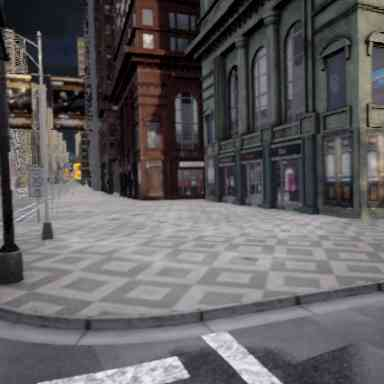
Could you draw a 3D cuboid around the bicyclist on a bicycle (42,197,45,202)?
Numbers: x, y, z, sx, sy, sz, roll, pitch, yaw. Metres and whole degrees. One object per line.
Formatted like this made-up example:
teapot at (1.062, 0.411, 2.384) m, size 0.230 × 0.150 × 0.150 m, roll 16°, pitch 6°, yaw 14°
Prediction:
bicyclist on a bicycle at (-19.296, 0.432, 43.116) m, size 0.659 × 1.776 × 1.843 m, roll -2°, pitch 2°, yaw -19°
